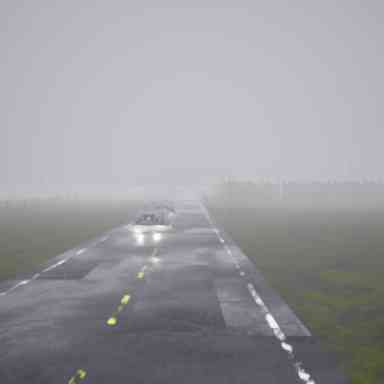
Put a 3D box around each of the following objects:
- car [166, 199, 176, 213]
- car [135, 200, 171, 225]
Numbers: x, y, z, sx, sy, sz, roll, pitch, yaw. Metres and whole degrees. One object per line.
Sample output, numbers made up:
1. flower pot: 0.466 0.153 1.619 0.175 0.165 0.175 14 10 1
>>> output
1. car: -2.784 1.491 35.448 1.994 1.385 4.181 0 0 0
2. car: -2.798 1.500 23.600 1.994 1.385 4.181 0 0 0
